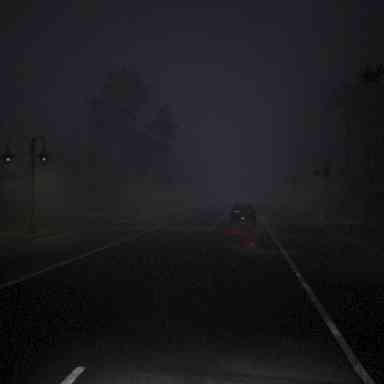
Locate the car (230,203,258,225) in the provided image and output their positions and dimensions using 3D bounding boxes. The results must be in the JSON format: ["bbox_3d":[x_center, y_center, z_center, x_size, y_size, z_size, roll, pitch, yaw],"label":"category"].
[{"bbox_3d":[3.817,1.551,24.699,2.128,1.511,4.902,1,0,9],"label":"car"}]
